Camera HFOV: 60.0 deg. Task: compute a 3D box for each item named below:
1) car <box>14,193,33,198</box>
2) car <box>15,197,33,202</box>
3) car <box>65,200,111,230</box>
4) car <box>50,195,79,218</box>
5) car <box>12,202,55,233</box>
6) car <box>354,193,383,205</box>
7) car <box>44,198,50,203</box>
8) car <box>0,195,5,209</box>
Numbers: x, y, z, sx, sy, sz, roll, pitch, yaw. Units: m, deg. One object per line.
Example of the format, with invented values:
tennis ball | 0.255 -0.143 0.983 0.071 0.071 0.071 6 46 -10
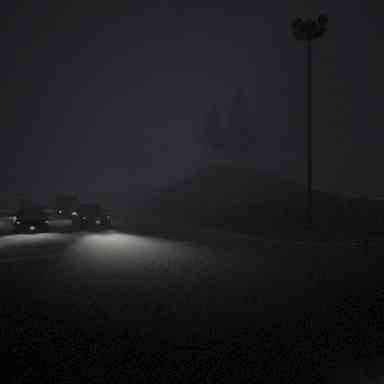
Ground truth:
car | -24.386 1.138 48.047 2.150 2.045 5.566 0 0 -28
car | -16.717 1.578 33.337 1.837 1.490 4.892 0 0 -28
car | -6.698 1.535 21.859 2.128 1.511 4.902 0 0 -28
car | -11.719 1.288 31.362 2.150 2.045 5.566 0 0 -28
car | -9.950 1.593 20.524 2.033 1.411 5.357 0 0 -28
car | 30.843 1.271 58.063 2.150 2.045 5.566 0 0 -13
car | -19.152 1.574 45.538 1.882 1.535 5.008 0 0 -27
car | -27.480 1.389 46.411 2.150 2.045 5.566 0 0 -28
